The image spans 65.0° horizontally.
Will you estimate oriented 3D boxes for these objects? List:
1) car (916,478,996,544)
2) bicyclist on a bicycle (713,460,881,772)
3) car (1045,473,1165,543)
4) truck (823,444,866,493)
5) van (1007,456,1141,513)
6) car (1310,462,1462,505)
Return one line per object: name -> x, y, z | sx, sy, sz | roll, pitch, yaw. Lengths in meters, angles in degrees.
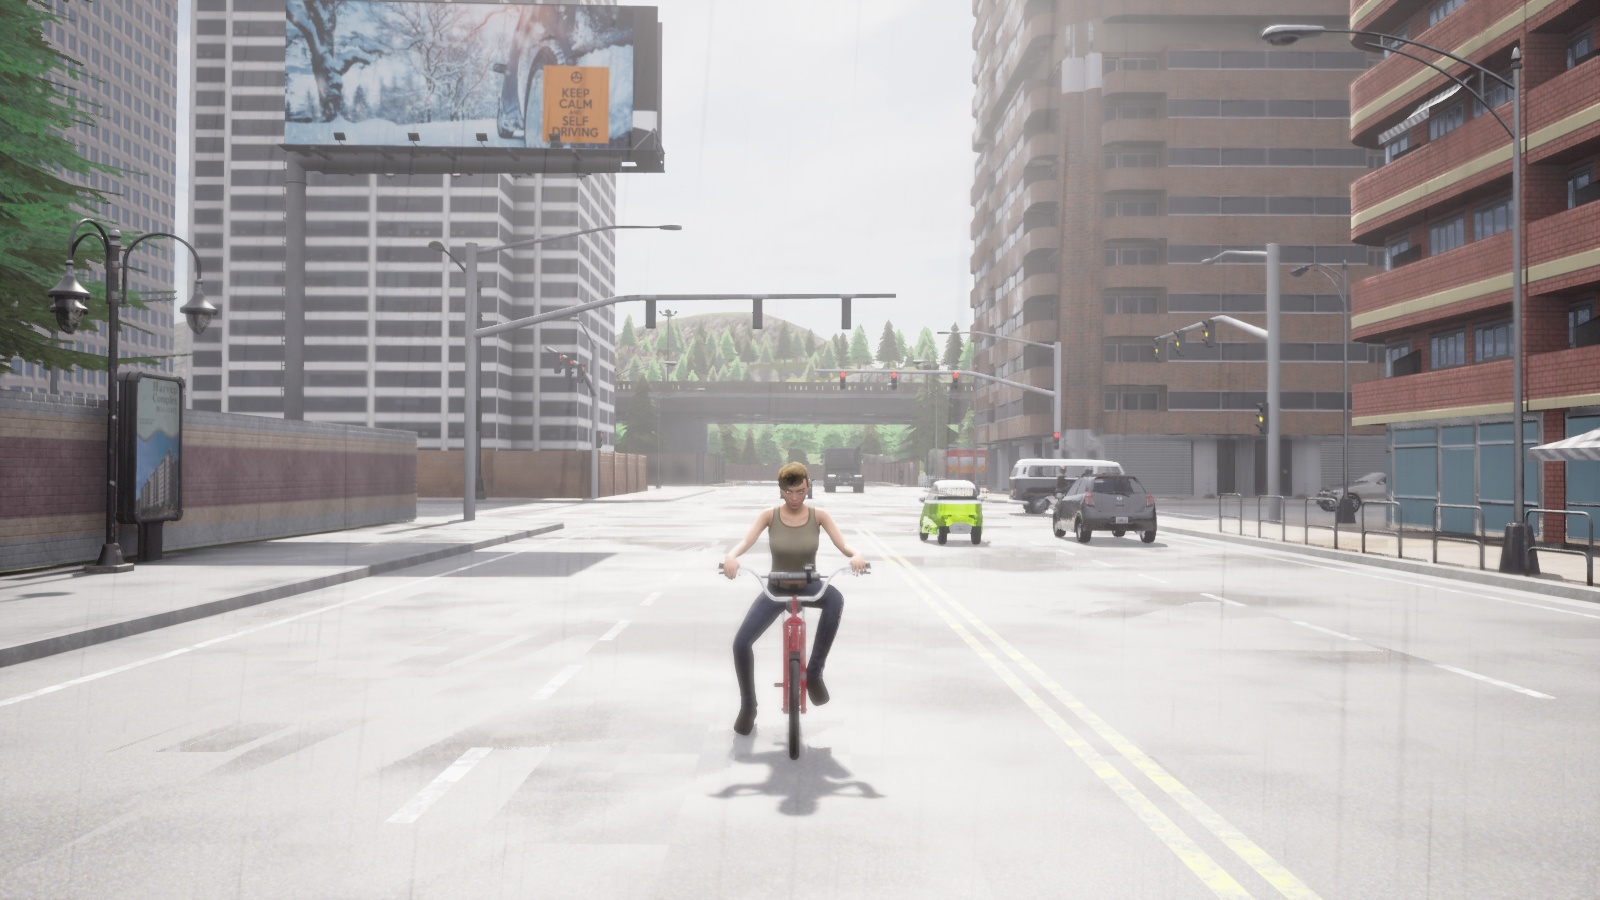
car -> 3.426, 1.322, 27.811 | 1.481, 1.376, 2.207 | 0, -1, 0
bicyclist on a bicycle -> -0.027, 0.873, 7.275 | 0.866, 1.612, 1.509 | 0, -1, -1
car -> 6.923, 1.284, 28.835 | 1.845, 1.501, 3.633 | 0, -1, 0
truck -> 3.255, 1.393, 93.850 | 2.891, 3.462, 7.936 | 0, -1, 0
van -> 10.088, 1.276, 46.475 | 4.480, 2.038, 2.069 | 0, -1, 0
car -> 23.241, 1.337, 49.939 | 5.027, 1.651, 2.152 | 0, -1, 0
